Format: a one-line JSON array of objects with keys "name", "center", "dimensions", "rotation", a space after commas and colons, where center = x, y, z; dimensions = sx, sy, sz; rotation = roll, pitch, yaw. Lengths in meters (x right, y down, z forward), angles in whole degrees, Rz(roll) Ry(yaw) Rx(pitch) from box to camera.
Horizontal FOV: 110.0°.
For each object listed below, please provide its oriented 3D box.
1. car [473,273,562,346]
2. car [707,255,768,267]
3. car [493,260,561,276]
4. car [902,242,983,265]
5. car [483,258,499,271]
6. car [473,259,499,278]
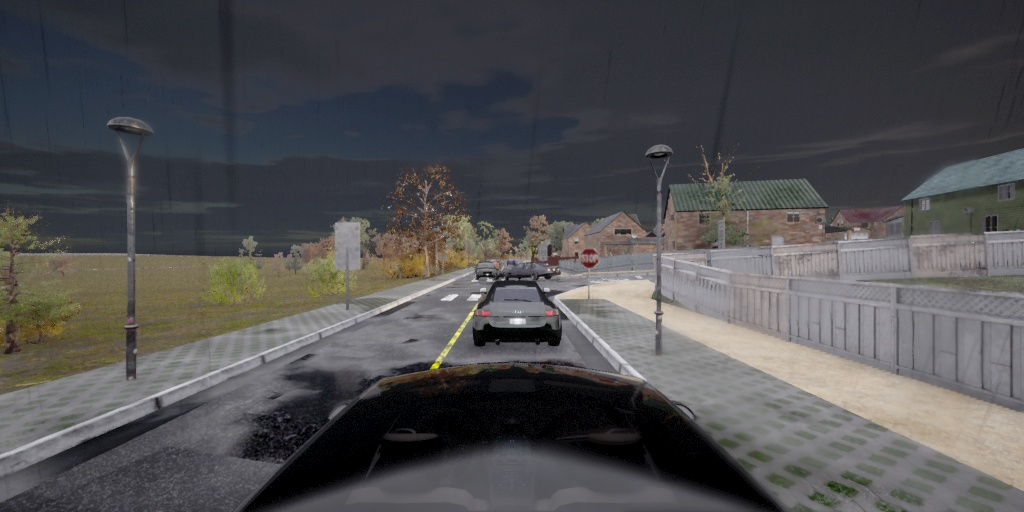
[{"name": "car", "center": [0.086, 1.313, 9.381], "dimensions": [1.994, 1.385, 4.181], "rotation": [0, 0, -1]}, {"name": "car", "center": [14.344, 0.413, 22.801], "dimensions": [4.181, 1.385, 1.994], "rotation": [-3, 0, 16]}, {"name": "car", "center": [1.282, 1.198, 28.398], "dimensions": [5.357, 1.411, 2.033], "rotation": [-4, -3, 43]}, {"name": "car", "center": [23.850, -0.208, 20.399], "dimensions": [4.902, 1.511, 2.128], "rotation": [-3, 0, 14]}, {"name": "car", "center": [-2.949, 1.121, 51.119], "dimensions": [2.097, 1.767, 4.553], "rotation": [0, 0, 1]}, {"name": "car", "center": [-2.312, 1.258, 31.302], "dimensions": [1.837, 1.490, 4.892], "rotation": [0, 0, -8]}]
